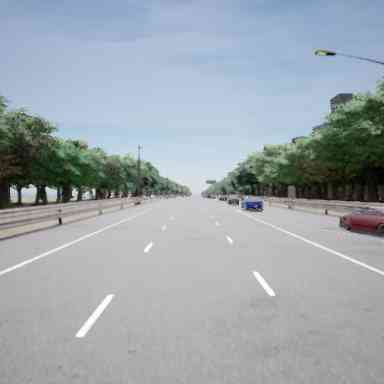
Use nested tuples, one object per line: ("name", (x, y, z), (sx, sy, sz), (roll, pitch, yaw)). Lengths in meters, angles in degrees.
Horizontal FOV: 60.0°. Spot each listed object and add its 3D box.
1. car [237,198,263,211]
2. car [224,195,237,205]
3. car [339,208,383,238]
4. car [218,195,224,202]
("car", (7.115, 1.417, 39.825), (1.882, 1.535, 5.008), (0, 0, -2))
("car", (7.013, 1.436, 56.942), (1.812, 1.442, 4.674), (0, 0, 0))
("car", (9.973, 1.556, 17.981), (1.994, 1.385, 4.181), (0, 0, -13))
("car", (7.070, 1.451, 76.498), (1.812, 1.442, 4.674), (0, 0, 0))
